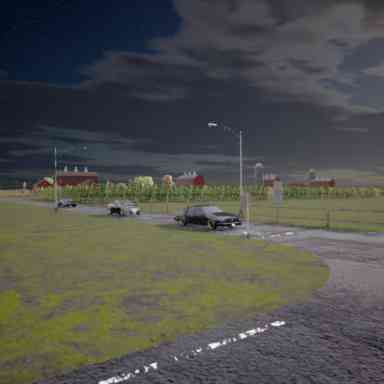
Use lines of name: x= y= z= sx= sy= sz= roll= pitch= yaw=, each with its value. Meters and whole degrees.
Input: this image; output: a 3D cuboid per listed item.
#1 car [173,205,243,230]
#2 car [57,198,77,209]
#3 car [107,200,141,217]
car: x=0.847 y=1.585 z=22.008 sx=2.033 sy=1.411 sz=5.357 roll=-1 pitch=0 yaw=-38
car: x=-18.527 y=1.638 z=49.012 sx=2.033 sy=1.411 sz=5.357 roll=-1 pitch=0 yaw=-35
car: x=-6.610 y=1.548 z=32.098 sx=2.128 sy=1.511 sz=4.902 roll=-1 pitch=0 yaw=-36
